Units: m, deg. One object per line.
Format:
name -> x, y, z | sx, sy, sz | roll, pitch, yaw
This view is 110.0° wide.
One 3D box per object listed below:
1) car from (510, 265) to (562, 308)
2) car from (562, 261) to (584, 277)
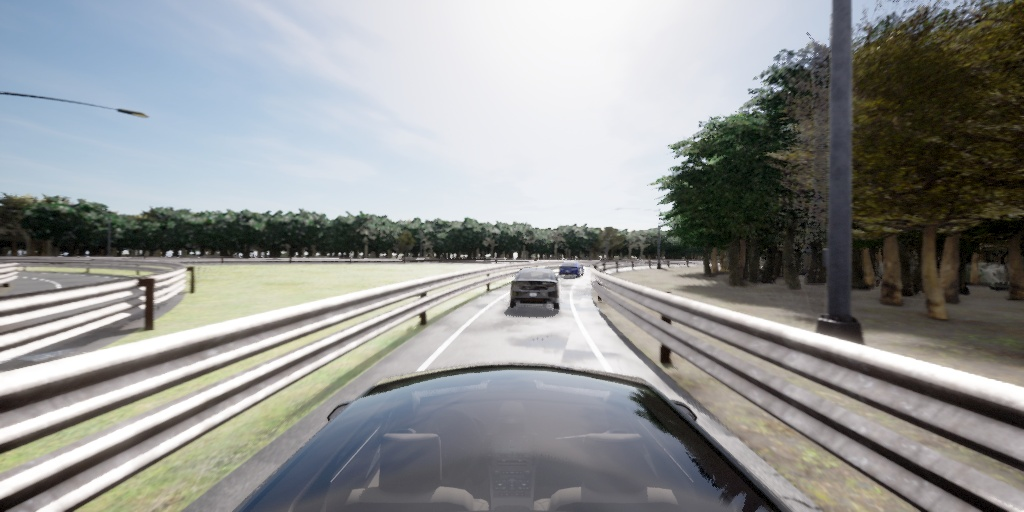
car -> 1.089, 1.243, 15.400 | 1.882, 1.535, 5.008 | 0, 0, 8
car -> 6.055, 1.300, 36.237 | 1.882, 1.535, 5.008 | 0, 0, 19
